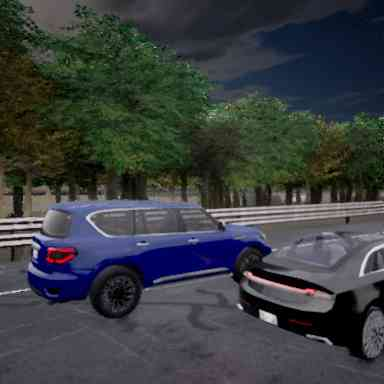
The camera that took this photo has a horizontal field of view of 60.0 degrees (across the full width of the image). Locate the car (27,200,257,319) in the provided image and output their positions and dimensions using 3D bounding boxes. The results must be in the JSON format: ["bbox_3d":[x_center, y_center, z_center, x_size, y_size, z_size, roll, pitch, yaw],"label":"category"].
[{"bbox_3d":[-0.654,1.198,7.579,5.566,2.045,2.150,0,0,-36],"label":"car"}]

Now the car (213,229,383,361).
[{"bbox_3d":[2.997,1.456,5.885,4.902,1.511,2.128,0,0,-36],"label":"car"}]
